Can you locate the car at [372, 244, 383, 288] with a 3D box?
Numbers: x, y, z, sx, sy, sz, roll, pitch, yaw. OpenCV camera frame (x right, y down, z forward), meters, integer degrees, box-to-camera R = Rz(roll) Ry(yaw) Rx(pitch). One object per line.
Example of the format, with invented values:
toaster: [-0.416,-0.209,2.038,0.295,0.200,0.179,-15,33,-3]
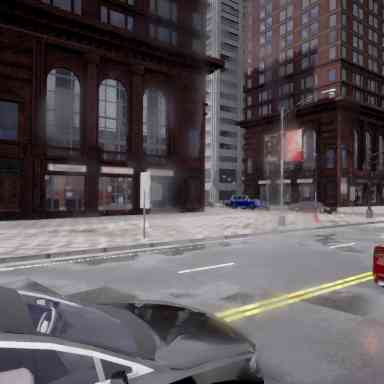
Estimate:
car: [6.260,1.489,7.897,5.008,1.535,1.882,0,0,-35]

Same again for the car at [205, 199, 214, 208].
car: [1.693,1.834,53.592,1.994,1.385,4.181,1,-1,-35]

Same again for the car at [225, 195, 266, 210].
car: [7.512,1.445,45.399,2.150,2.045,5.566,1,-1,-35]

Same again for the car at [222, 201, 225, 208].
car: [6.674,1.641,52.091,2.097,1.767,4.553,1,-1,-35]

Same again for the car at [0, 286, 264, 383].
car: [-1.569,1.492,2.326,4.902,1.511,2.128,0,0,-35]

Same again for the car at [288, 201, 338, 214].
car: [13.390,1.725,37.122,2.033,1.411,5.357,1,-1,-35]
